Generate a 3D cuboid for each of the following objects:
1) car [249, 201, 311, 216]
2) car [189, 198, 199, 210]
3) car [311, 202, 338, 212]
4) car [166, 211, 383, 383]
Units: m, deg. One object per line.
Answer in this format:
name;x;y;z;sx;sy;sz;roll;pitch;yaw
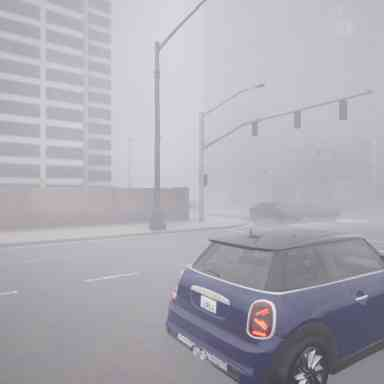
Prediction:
car;6.476;1.505;25.928;1.837;1.490;4.892;0;0;-29
car;-0.656;1.491;42.527;2.128;1.511;4.902;0;0;-36
car;10.234;1.564;28.212;1.994;1.385;4.181;0;0;-43
car;1.937;1.352;5.170;4.553;1.767;2.097;0;0;-35
